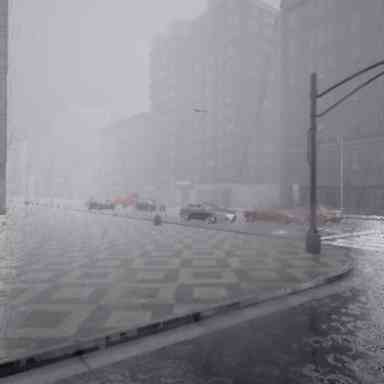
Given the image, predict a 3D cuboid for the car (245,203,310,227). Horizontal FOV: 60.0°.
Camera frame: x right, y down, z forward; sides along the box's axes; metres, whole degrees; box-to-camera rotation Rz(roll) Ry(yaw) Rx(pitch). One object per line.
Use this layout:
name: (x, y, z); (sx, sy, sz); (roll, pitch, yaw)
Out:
car: (5.522, 1.478, 22.661); (1.812, 1.442, 4.674); (0, 0, -36)

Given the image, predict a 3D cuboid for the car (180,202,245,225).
car: (1.059, 1.433, 23.300); (2.128, 1.511, 4.902); (0, 0, -36)

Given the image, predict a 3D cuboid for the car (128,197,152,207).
car: (-8.404, 1.562, 53.329); (1.837, 1.490, 4.892); (0, 0, -35)

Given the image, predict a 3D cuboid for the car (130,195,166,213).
car: (-4.674, 1.467, 36.816); (1.882, 1.535, 5.008); (0, 0, -36)

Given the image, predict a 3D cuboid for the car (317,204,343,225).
car: (8.683, 1.533, 24.127); (1.994, 1.385, 4.181); (0, 0, -35)

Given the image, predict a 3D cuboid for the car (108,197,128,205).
car: (-13.485, 1.640, 60.311); (1.994, 1.385, 4.181); (0, 0, -36)

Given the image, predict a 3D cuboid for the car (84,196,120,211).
car: (-10.866, 1.463, 39.867); (1.882, 1.535, 5.008); (0, 0, -36)

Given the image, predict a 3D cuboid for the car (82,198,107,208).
car: (-15.103, 1.643, 51.441); (2.033, 1.411, 5.357); (0, 0, -36)

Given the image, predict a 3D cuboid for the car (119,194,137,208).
car: (-9.894, 1.258, 49.860); (2.150, 2.045, 5.566); (0, 0, -35)
